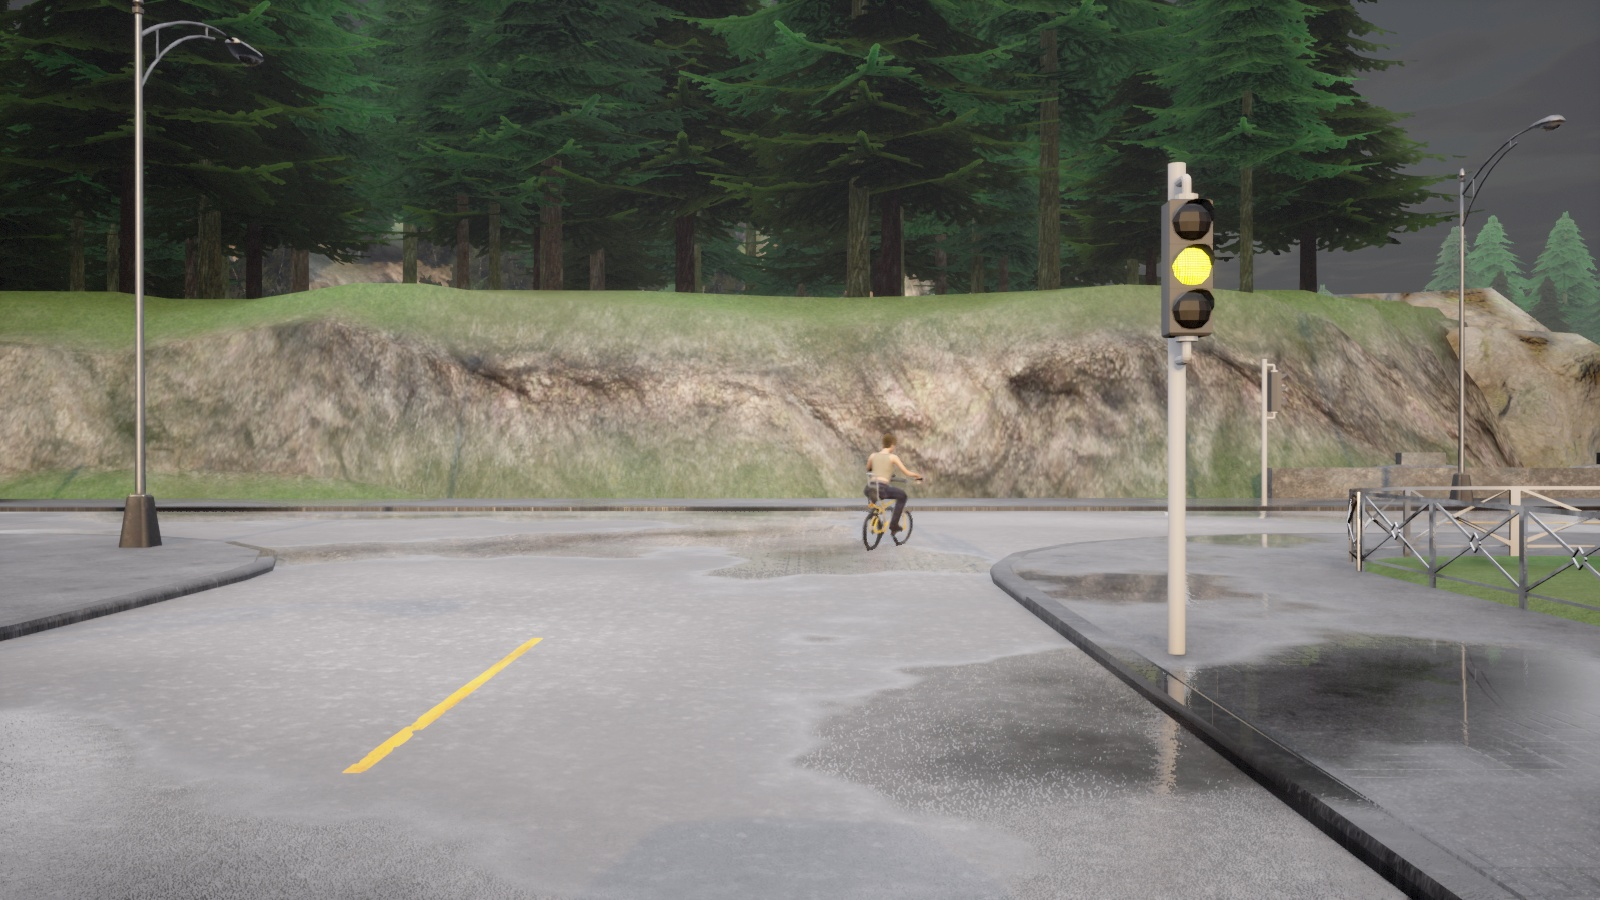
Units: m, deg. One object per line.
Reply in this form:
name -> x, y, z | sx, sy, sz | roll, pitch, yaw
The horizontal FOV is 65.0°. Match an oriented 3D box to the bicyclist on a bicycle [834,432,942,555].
bicyclist on a bicycle -> 1.261, 0.584, 17.760 | 0.866, 1.612, 1.509 | 4, 2, 30
